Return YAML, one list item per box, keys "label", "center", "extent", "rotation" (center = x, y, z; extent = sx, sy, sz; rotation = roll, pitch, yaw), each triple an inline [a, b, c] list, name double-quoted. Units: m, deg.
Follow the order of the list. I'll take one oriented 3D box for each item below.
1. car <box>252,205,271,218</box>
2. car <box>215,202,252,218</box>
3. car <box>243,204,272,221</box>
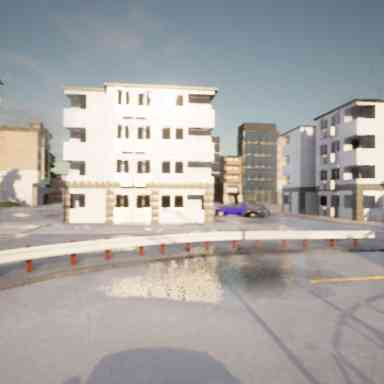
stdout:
- label: "car"
  center: [7.033, 1.958, 35.298]
  extent: [1.853, 1.218, 4.536]
  rotation: [0, -1, 24]
- label: "car"
  center: [4.237, 1.848, 35.383]
  extent: [3.633, 1.501, 1.845]
  rotation: [0, -1, 5]
- label: "car"
  center: [7.053, 2.117, 35.344]
  extent: [2.038, 1.542, 4.974]
  rotation: [0, -1, 24]
